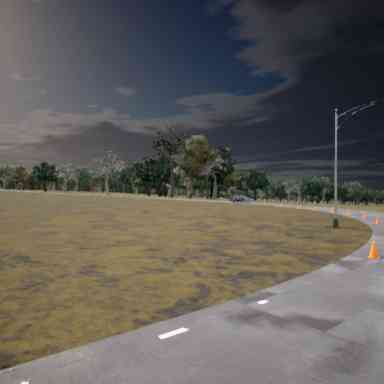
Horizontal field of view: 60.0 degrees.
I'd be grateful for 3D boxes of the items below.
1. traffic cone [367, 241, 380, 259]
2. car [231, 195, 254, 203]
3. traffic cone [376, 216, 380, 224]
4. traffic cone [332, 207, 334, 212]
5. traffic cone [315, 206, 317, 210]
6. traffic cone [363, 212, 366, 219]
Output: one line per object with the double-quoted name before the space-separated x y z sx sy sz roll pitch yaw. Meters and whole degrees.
"traffic cone" 6.234 1.960 11.402 0.340 0.580 0.340 0 0 39
"car" 9.638 1.380 63.875 2.128 1.511 4.902 1 0 -39
"traffic cone" 13.236 1.992 23.663 0.340 0.580 0.340 0 0 20
"traffic cone" 15.881 2.004 37.533 0.340 0.580 0.340 1 0 1
"traffic cone" 15.731 1.995 42.255 0.340 0.580 0.340 1 0 -5
"traffic cone" 14.626 2.001 28.180 0.340 0.580 0.340 1 0 14
